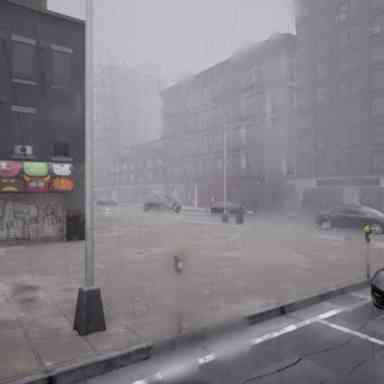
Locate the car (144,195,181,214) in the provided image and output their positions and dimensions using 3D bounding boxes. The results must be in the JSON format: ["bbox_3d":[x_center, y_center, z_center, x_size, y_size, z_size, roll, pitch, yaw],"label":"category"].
[{"bbox_3d":[-3.400,1.319,37.134,2.150,2.045,5.566,0,0,-35],"label":"car"}]

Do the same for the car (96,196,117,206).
[{"bbox_3d":[-12.894,1.389,50.640,1.812,1.442,4.674,0,0,-35],"label":"car"}]

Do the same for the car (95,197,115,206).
[{"bbox_3d":[-15.591,1.647,59.353,1.882,1.535,5.008,0,-1,-36],"label":"car"}]

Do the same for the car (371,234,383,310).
[{"bbox_3d":[5.315,1.571,6.597,4.313,1.339,1.947,0,0,-35],"label":"car"}]

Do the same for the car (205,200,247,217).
[{"bbox_3d":[3.289,1.563,32.818,2.128,1.511,4.902,0,0,-35],"label":"car"}]

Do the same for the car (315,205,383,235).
[{"bbox_3d":[9.490,1.542,19.009,1.837,1.490,4.892,0,0,-36],"label":"car"}]
